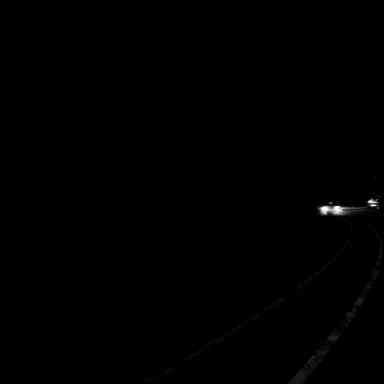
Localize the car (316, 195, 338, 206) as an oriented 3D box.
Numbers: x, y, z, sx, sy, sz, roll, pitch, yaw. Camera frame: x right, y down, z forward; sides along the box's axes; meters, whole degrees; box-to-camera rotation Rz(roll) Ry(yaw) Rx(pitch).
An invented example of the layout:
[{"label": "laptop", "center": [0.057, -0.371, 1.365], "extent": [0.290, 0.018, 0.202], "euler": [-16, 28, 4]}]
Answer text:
[{"label": "car", "center": [17.640, 1.079, 43.474], "extent": [1.895, 1.301, 4.718], "euler": [-2, 0, 10]}]

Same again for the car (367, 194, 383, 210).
[{"label": "car", "center": [19.102, 1.005, 33.304], "extent": [1.837, 1.490, 4.892], "euler": [-1, 1, 11]}]
